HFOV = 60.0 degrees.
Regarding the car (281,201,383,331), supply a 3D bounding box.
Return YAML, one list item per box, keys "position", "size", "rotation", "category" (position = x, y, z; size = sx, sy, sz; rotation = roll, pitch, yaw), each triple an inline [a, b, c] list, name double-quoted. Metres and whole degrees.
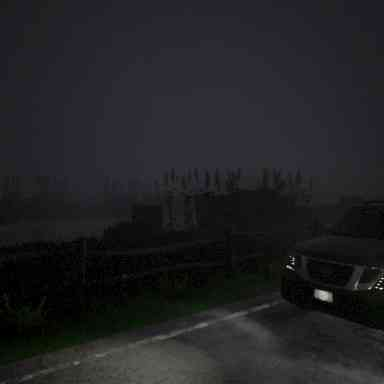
- position: [4.222, 1.214, 6.680]
  size: [5.566, 2.045, 2.150]
  rotation: [0, 0, -36]
  category: "car"
